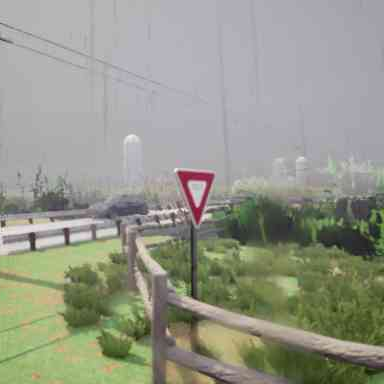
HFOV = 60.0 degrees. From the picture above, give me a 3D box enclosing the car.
[{"bbox_3d":[-5.307,0.997,24.081,2.097,1.767,4.553,0,2,37],"label":"car"}]
